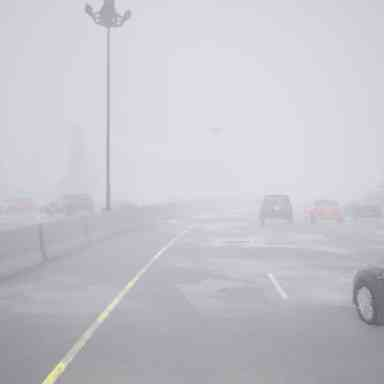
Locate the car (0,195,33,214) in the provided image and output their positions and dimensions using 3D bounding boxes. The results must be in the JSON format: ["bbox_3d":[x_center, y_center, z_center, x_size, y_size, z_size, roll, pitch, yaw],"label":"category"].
[{"bbox_3d":[-17.420,1.204,32.581,2.097,1.767,4.553,0,0,12],"label":"car"}]

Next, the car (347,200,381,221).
[{"bbox_3d":[13.799,1.432,27.255,1.882,1.535,5.008,0,0,12],"label":"car"}]

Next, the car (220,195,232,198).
[{"bbox_3d":[7.294,1.369,70.206,1.895,1.301,4.718,0,0,27],"label":"car"}]

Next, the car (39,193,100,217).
[{"bbox_3d":[-10.848,1.101,30.020,2.150,2.045,5.566,0,0,12],"label":"car"}]

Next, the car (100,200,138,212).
[{"bbox_3d":[-6.866,1.430,32.009,2.033,1.411,5.357,0,0,13],"label":"car"}]

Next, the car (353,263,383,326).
[{"bbox_3d":[3.781,1.502,4.115,1.837,1.490,4.892,0,0,2],"label":"car"}]

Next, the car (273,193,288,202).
[{"bbox_3d":[19.370,1.182,72.751,2.097,1.767,4.553,0,0,31],"label":"car"}]

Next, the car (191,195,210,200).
[{"bbox_3d":[2.106,1.320,67.746,1.812,1.442,4.674,0,0,25],"label":"car"}]

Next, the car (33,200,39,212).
[{"bbox_3d":[-13.579,1.384,33.846,1.812,1.442,4.674,0,0,13],"label":"car"}]

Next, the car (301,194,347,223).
[{"bbox_3d":[9.792,1.302,25.102,2.097,1.767,4.553,0,0,11],"label":"car"}]

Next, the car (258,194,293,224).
[{"bbox_3d":[6.029,1.164,24.263,2.150,2.045,5.566,0,0,11],"label":"car"}]

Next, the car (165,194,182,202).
[{"bbox_3d":[-4.034,1.117,71.119,2.097,1.767,4.553,0,0,25],"label":"car"}]
